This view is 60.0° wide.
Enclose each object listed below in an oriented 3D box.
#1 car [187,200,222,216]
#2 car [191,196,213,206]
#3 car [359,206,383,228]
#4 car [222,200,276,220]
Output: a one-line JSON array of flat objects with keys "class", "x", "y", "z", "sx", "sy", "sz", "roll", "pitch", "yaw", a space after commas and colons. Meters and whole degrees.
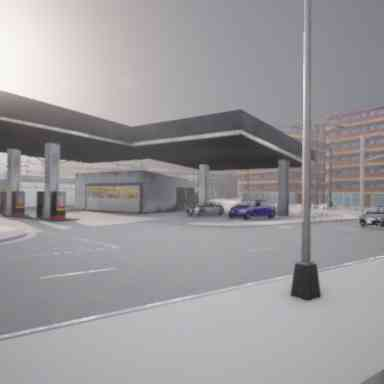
[{"class": "car", "x": 1.379, "y": 1.678, "z": 33.661, "sx": 3.806, "sy": 1.475, "sz": 1.970, "roll": 1, "pitch": 0, "yaw": -35}, {"class": "car", "x": 2.046, "y": 1.793, "z": 68.008, "sx": 2.097, "sy": 1.767, "sz": 4.553, "roll": 1, "pitch": 0, "yaw": -36}, {"class": "car", "x": 13.774, "y": 1.760, "z": 23.538, "sx": 4.902, "sy": 1.511, "sz": 2.128, "roll": 1, "pitch": -1, "yaw": -35}, {"class": "car", "x": 5.337, "y": 1.525, "z": 29.427, "sx": 4.611, "sy": 1.667, "sz": 2.242, "roll": 1, "pitch": 0, "yaw": -35}]
